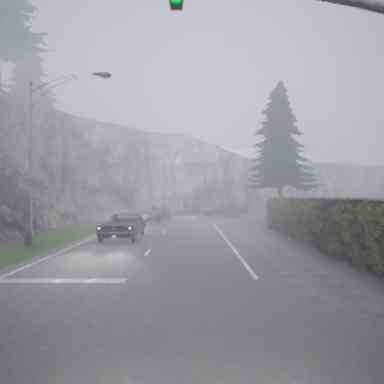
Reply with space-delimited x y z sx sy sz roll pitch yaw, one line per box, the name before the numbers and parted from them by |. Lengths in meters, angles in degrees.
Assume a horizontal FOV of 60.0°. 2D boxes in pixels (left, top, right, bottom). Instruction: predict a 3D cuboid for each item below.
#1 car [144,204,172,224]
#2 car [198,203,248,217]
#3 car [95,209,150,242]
car | -3.100 1.801 28.031 2.128 1.511 4.902 0 -1 12
car | 3.408 1.947 36.204 5.357 1.411 2.033 0 -1 -22
car | -3.616 1.796 17.644 1.895 1.301 4.718 0 -1 0
